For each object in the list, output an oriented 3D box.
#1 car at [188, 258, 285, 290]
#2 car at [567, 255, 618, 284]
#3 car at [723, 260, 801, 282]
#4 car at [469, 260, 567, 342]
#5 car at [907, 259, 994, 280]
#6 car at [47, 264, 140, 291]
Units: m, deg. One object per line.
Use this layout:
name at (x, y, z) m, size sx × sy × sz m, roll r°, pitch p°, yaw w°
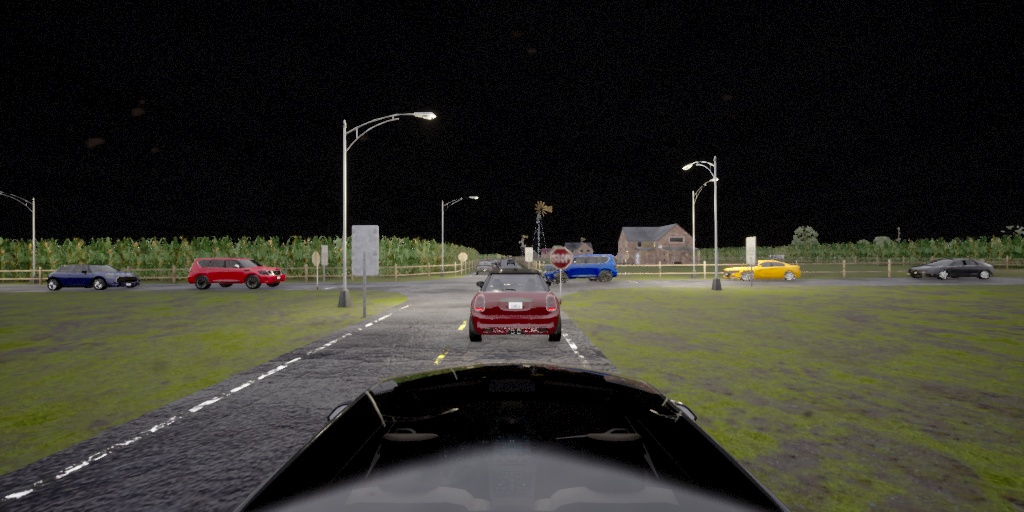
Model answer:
car at (-18.348, 1.126, 23.985) m, size 5.566 × 2.045 × 2.150 m, roll -1°, pitch 0°, yaw 1°
car at (4.736, 0.926, 25.511) m, size 5.566 × 2.045 × 2.150 m, roll 0°, pitch -1°, yaw -14°
car at (18.315, 1.062, 26.425) m, size 5.008 × 1.535 × 1.882 m, roll 0°, pitch 0°, yaw 1°
car at (0.058, 1.103, 9.955) m, size 2.097 × 1.767 × 4.553 m, roll 0°, pitch 0°, yaw -1°
car at (31.990, 0.967, 26.231) m, size 4.892 × 1.490 × 1.837 m, roll -1°, pitch 0°, yaw 1°
car at (-28.002, 1.345, 24.119) m, size 4.553 × 1.767 × 2.097 m, roll -1°, pitch 0°, yaw 1°
